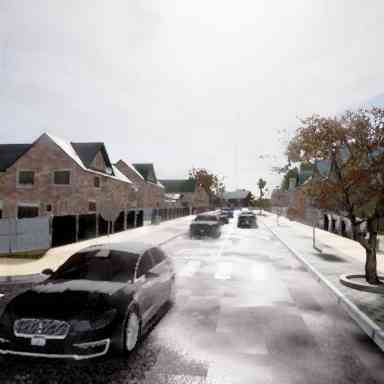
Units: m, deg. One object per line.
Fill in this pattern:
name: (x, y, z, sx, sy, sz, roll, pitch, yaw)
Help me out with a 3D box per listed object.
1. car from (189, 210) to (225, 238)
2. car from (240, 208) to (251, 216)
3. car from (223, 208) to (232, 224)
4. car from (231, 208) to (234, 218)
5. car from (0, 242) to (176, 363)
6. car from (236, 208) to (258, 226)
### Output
car: (1.012, 2.251, 23.216, 1.882, 1.535, 5.008, 0, -2, 9)
car: (9.885, 3.710, 61.788, 1.994, 1.385, 4.181, 0, -2, 9)
car: (3.173, 2.848, 37.342, 1.895, 1.301, 4.718, 0, -2, 9)
car: (5.643, 3.274, 52.941, 1.882, 1.535, 5.008, 0, -2, 9)
car: (-1.547, 1.798, 6.549, 1.837, 1.490, 4.892, 0, -5, 9)
car: (5.647, 2.671, 34.129, 1.837, 1.490, 4.892, 0, -2, 9)
